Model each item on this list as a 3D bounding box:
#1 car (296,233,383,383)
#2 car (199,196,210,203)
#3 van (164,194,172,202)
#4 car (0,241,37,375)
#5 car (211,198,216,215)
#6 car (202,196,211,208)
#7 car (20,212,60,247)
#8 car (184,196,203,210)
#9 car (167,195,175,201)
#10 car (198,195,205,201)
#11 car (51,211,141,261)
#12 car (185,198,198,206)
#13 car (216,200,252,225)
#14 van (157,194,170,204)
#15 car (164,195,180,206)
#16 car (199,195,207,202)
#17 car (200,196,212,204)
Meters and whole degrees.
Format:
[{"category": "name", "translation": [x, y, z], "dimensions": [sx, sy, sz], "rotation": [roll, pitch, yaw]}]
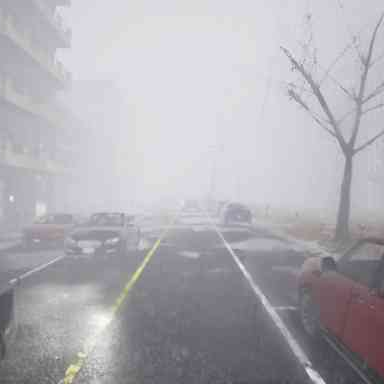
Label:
[{"category": "car", "translation": [2.694, 1.313, 3.422], "dimensions": [2.192, 1.841, 5.009], "rotation": [0, 0, 0]}, {"category": "car", "translation": [2.620, 1.580, 69.698], "dimensions": [2.008, 1.369, 4.403], "rotation": [0, 0, 0]}, {"category": "van", "translation": [-5.772, 1.388, 80.734], "dimensions": [1.690, 1.788, 3.998], "rotation": [0, 0, 0]}, {"category": "car", "translation": [-3.100, 1.479, 2.063], "dimensions": [1.882, 1.535, 5.008], "rotation": [0, 0, 0]}, {"category": "car", "translation": [3.108, 1.476, 31.377], "dimensions": [1.882, 1.535, 5.008], "rotation": [0, 0, 0]}, {"category": "car", "translation": [2.644, 1.573, 47.605], "dimensions": [1.947, 1.339, 4.313], "rotation": [0, 0, 0]}, {"category": "car", "translation": [-5.700, 1.547, 14.459], "dimensions": [1.887, 1.381, 4.507], "rotation": [0, 0, 0]}, {"category": "car", "translation": [-0.031, 1.569, 42.393], "dimensions": [2.033, 1.411, 5.357], "rotation": [0, 0, 0]}, {"category": "car", "translation": [-5.785, 1.615, 91.779], "dimensions": [2.008, 1.369, 4.403], "rotation": [0, 0, 0]}, {"category": "car", "translation": [2.596, 1.625, 91.788], "dimensions": [1.947, 1.339, 4.313], "rotation": [0, 0, 0]}, {"category": "car", "translation": [-3.101, 1.492, 12.434], "dimensions": [2.128, 1.511, 4.902], "rotation": [0, 0, 0]}, {"category": "car", "translation": [-0.039, 1.631, 55.061], "dimensions": [1.895, 1.301, 4.718], "rotation": [0, 0, 1]}, {"category": "car", "translation": [3.115, 1.475, 24.377], "dimensions": [1.882, 1.535, 5.008], "rotation": [0, 0, 0]}, {"category": "van", "translation": [-5.754, 1.369, 64.166], "dimensions": [1.690, 1.788, 3.998], "rotation": [0, 0, 0]}, {"category": "car", "translation": [-3.113, 1.582, 56.158], "dimensions": [1.994, 1.385, 4.181], "rotation": [0, 0, 0]}, {"category": "car", "translation": [2.609, 1.482, 80.742], "dimensions": [1.967, 1.590, 4.097], "rotation": [0, 0, 0]}, {"category": "car", "translation": [2.626, 1.574, 64.174], "dimensions": [2.008, 1.369, 4.403], "rotation": [0, 0, 0]}]
